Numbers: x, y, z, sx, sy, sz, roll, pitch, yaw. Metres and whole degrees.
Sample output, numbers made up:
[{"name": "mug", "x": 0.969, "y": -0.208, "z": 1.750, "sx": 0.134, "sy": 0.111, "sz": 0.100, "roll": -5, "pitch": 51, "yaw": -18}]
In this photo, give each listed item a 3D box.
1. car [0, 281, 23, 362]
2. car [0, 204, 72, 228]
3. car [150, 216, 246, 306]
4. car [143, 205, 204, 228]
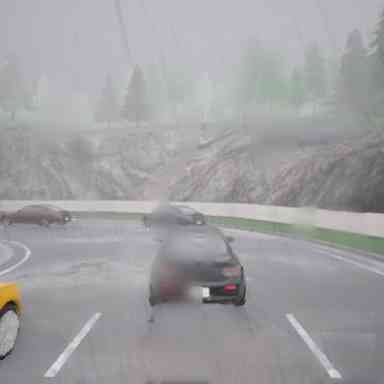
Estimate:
[{"name": "car", "x": -3.376, "y": 1.468, "z": 2.842, "sx": 1.882, "sy": 1.535, "sz": 5.008, "roll": 0, "pitch": 0, "yaw": 0}, {"name": "car", "x": -10.080, "y": 1.498, "z": 21.513, "sx": 4.674, "sy": 1.442, "sz": 1.812, "roll": 0, "pitch": -1, "yaw": 15}, {"name": "car", "x": 0.072, "y": 1.526, "z": 7.895, "sx": 1.812, "sy": 1.442, "sz": 4.674, "roll": 0, "pitch": 0, "yaw": -2}, {"name": "car", "x": -1.128, "y": 1.522, "z": 20.137, "sx": 1.812, "sy": 1.442, "sz": 4.674, "roll": 1, "pitch": 0, "yaw": -41}]
